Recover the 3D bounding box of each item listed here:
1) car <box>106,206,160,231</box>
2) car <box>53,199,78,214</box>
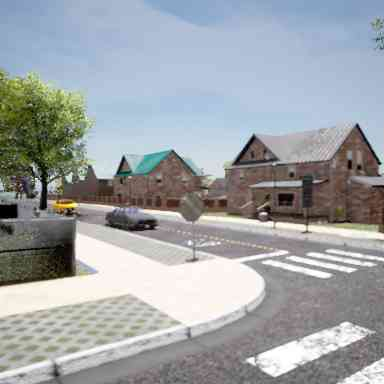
[{"bbox_3d":[-4.188,1.699,22.494,2.033,1.411,5.357,-1,0,-34],"label":"car"},{"bbox_3d":[-14.426,1.621,37.874,1.882,1.535,5.008,-1,1,-33],"label":"car"}]
